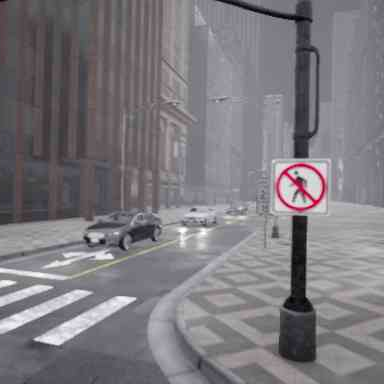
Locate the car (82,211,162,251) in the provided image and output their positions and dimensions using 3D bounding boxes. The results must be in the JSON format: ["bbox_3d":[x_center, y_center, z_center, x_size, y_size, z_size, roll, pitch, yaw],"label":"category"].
[{"bbox_3d":[-2.982,1.637,15.165,2.128,1.511,4.902,1,0,18],"label":"car"}]

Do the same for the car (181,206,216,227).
[{"bbox_3d":[0.659,1.839,26.100,1.812,1.442,4.674,1,0,18],"label":"car"}]

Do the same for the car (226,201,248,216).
[{"bbox_3d":[5.548,1.886,40.694,2.097,1.767,4.553,1,0,19],"label":"car"}]
